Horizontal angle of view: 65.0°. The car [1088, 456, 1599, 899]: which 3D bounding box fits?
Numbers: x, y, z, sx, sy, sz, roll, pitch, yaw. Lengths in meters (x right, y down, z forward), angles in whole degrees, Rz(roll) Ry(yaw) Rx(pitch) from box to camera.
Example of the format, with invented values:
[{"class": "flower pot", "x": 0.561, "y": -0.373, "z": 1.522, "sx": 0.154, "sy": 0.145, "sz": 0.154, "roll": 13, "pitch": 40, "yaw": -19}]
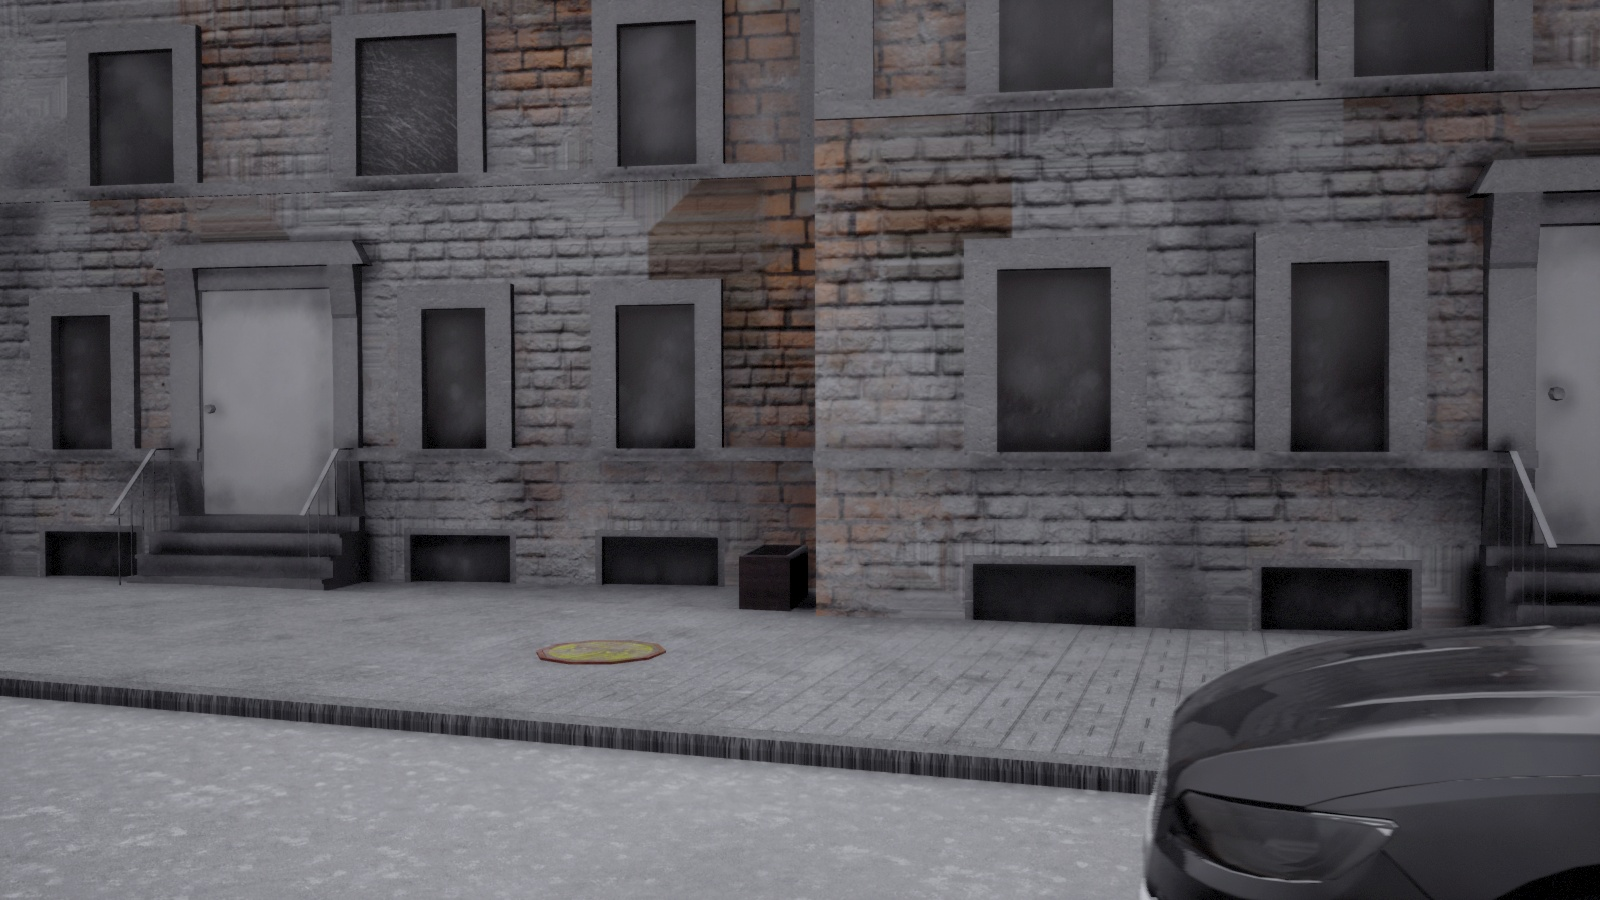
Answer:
[{"class": "car", "x": 3.198, "y": 0.801, "z": 2.645, "sx": 4.892, "sy": 1.490, "sz": 1.837, "roll": 1, "pitch": 1, "yaw": 19}]
